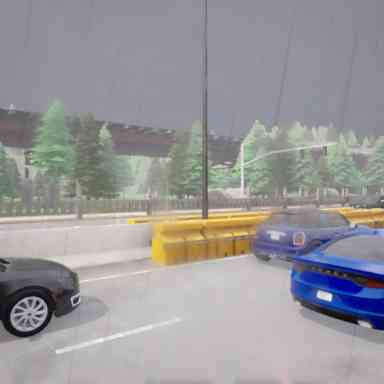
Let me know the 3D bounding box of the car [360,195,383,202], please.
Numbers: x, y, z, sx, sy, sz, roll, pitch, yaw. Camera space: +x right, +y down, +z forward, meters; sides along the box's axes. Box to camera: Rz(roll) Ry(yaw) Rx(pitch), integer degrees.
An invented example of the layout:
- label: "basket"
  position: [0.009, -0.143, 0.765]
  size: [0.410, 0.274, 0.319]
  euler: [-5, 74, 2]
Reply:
- label: "car"
  position: [15.354, 1.221, 27.251]
  size: [5.566, 2.045, 2.150]
  euler: [0, -1, -17]

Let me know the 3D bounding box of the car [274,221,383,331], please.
- label: "car"
  position: [4.091, 1.477, 6.669]
  size: [5.008, 1.535, 1.882]
  euler: [0, 0, -36]

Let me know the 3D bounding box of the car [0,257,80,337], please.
- label: "car"
  position: [-4.235, 1.505, 5.025]
  size: [4.892, 1.490, 1.837]
  euler: [0, 0, -35]

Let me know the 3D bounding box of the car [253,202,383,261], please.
- label: "car"
  position: [4.185, 1.351, 11.037]
  size: [4.553, 1.767, 2.097]
  euler: [0, 0, -36]
